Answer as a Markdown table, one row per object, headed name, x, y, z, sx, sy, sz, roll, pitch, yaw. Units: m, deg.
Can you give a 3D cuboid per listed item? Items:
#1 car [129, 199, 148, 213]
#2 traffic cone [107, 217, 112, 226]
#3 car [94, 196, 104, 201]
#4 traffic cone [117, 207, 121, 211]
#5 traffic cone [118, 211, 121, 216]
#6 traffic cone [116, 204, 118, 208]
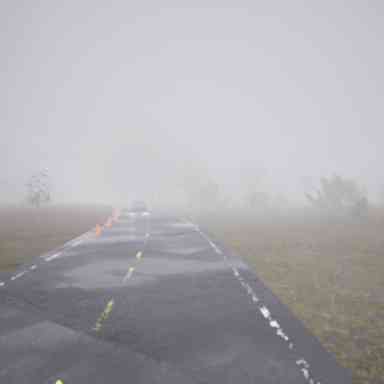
| name | x | y | z | sx | sy | sz | roll | pitch | yaw |
| --- | --- | --- | --- | --- | --- | --- | --- | --- | --- |
| car | -6.383 | 1.638 | 39.720 | 1.837 | 1.490 | 4.892 | 0 | 0 | -12 |
| traffic cone | -5.693 | 2.039 | 22.978 | 0.340 | 0.580 | 0.340 | 0 | 0 | -7 |
| car | -25.418 | 1.810 | 91.049 | 2.128 | 1.511 | 4.902 | 0 | 0 | -29 |
| traffic cone | -7.184 | 2.071 | 32.724 | 0.340 | 0.580 | 0.340 | 0 | 0 | -10 |
| traffic cone | -6.376 | 2.054 | 27.860 | 0.340 | 0.580 | 0.340 | 0 | 0 | -9 |
| traffic cone | -9.178 | 2.104 | 42.379 | 0.340 | 0.580 | 0.340 | 0 | 0 | -13 |
